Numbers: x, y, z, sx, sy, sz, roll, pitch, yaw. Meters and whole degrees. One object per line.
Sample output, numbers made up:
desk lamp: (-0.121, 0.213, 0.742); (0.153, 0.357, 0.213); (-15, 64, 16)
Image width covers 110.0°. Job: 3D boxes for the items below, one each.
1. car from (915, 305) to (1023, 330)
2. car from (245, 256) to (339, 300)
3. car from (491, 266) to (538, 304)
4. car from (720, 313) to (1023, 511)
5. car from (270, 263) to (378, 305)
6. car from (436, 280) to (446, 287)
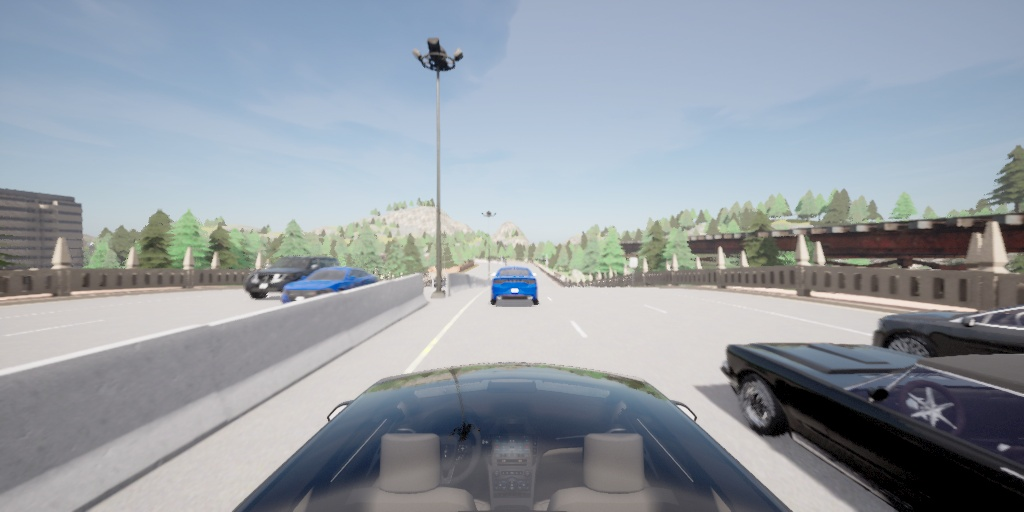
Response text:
car: (7.101, 1.217, 4.124); (2.128, 1.511, 4.902); (0, 1, 0)
car: (-10.596, 1.003, 18.071); (2.150, 2.045, 5.566); (0, -2, 0)
car: (0.102, 1.207, 16.097); (1.882, 1.535, 5.008); (0, -1, 0)
car: (3.601, 1.343, 2.453); (1.895, 1.301, 4.718); (0, 1, 0)
car: (-7.097, 1.183, 14.532); (1.882, 1.535, 5.008); (0, -1, 0)
car: (-10.535, 4.574, 58.657); (1.812, 1.442, 4.674); (0, -5, 1)
